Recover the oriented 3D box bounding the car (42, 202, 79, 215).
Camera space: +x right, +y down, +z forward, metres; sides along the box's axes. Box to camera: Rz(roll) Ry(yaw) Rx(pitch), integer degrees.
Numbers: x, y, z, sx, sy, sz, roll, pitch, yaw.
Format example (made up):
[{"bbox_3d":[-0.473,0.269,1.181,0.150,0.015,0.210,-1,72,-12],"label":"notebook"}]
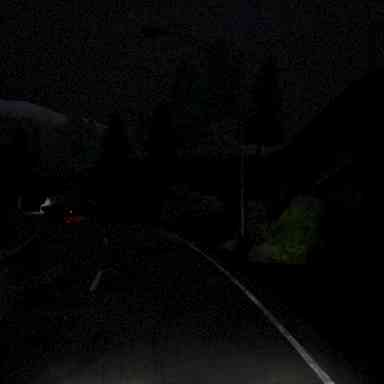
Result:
[{"bbox_3d":[-14.105,1.764,35.560,4.718,1.301,1.895,0,0,40],"label":"car"}]
